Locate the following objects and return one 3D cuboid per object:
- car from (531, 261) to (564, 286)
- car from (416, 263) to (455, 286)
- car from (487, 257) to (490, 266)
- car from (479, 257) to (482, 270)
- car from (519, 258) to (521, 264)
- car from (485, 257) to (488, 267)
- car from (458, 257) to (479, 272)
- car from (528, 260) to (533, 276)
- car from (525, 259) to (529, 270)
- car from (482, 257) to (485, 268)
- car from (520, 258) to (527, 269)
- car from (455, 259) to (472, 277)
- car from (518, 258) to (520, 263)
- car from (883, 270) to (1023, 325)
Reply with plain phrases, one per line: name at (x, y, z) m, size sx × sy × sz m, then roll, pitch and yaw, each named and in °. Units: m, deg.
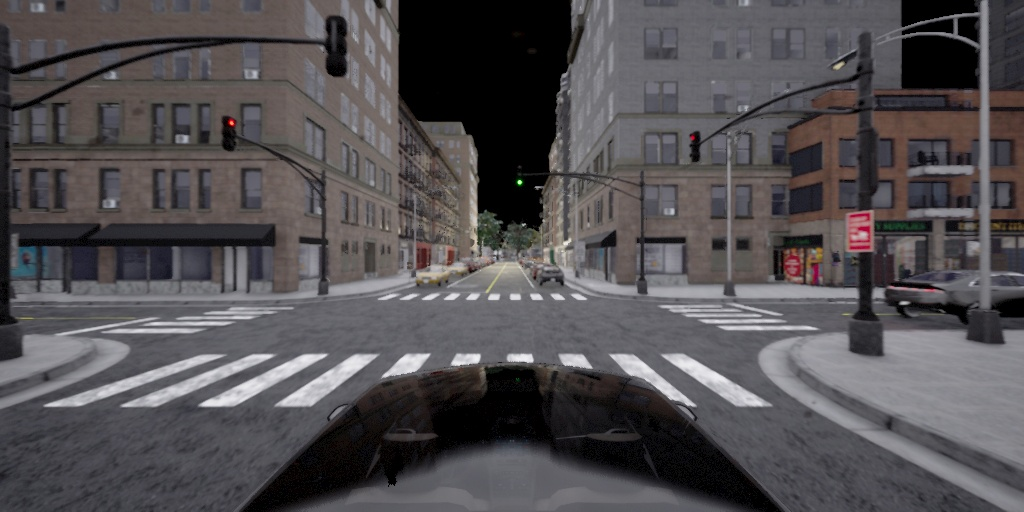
car at (2.628, 1.293, 25.187) m, size 2.007 × 1.370 × 4.403 m, roll 0°, pitch 0°, yaw 0°
car at (-5.425, 1.267, 25.014) m, size 1.751 × 1.417 × 4.829 m, roll 0°, pitch 0°, yaw 0°
car at (-5.426, 1.300, 63.558) m, size 1.948 × 1.339 × 4.313 m, roll 0°, pitch 0°, yaw 0°
car at (-5.426, 1.177, 47.112) m, size 1.967 × 1.591 × 4.097 m, roll 0°, pitch 0°, yaw 0°
car at (2.615, 1.287, 58.078) m, size 2.007 × 1.370 × 4.403 m, roll 0°, pitch 0°, yaw 0°
car at (-5.426, 1.286, 58.076) m, size 2.007 × 1.370 × 4.403 m, roll 0°, pitch 0°, yaw 0°
car at (-5.426, 1.053, 41.630) m, size 2.192 × 1.841 × 5.009 m, roll 0°, pitch 0°, yaw 0°
car at (2.626, 1.287, 30.669) m, size 1.888 × 1.381 × 4.507 m, roll 0°, pitch 0°, yaw 0°
car at (2.624, 1.291, 36.151) m, size 2.007 × 1.370 × 4.403 m, roll 0°, pitch 0°, yaw 0°
car at (-5.426, 1.176, 52.594) m, size 1.967 × 1.591 × 4.097 m, roll 0°, pitch 0°, yaw 0°
car at (2.617, 1.288, 52.596) m, size 2.007 × 1.370 × 4.403 m, roll 0°, pitch 0°, yaw 0°
car at (-5.426, 1.265, 35.977) m, size 1.751 × 1.417 × 4.829 m, roll 0°, pitch 0°, yaw 0°
car at (2.613, 1.175, 63.561) m, size 1.967 × 1.591 × 4.097 m, roll 0°, pitch 0°, yaw 0°
car at (13.883, 1.167, 10.486) m, size 4.902 × 1.511 × 2.128 m, roll 0°, pitch 0°, yaw 0°
